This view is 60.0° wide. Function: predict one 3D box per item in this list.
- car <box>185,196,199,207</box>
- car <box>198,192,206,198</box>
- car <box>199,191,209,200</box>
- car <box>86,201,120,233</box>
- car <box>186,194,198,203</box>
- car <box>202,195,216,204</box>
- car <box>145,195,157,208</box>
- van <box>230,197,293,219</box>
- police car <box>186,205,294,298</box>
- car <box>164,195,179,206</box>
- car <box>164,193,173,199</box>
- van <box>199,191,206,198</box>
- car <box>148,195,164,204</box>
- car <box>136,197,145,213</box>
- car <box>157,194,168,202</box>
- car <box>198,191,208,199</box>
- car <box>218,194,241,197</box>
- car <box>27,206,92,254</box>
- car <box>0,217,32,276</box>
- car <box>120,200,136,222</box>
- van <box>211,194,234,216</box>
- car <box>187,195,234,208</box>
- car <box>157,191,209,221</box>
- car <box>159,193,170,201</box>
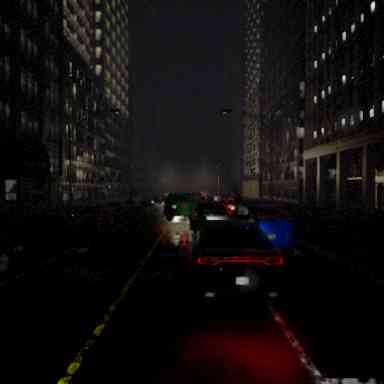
[{"bbox_3d":[0.048,1.272,45.915,1.895,1.301,4.718,0,0,1],"label":"car"},{"bbox_3d":[2.749,0.774,92.639,1.967,1.590,4.097,-1,0,0],"label":"car"},{"bbox_3d":[2.734,0.773,75.588,2.192,1.841,5.009,-1,0,0],"label":"car"},{"bbox_3d":[-5.685,1.410,18.760,1.887,1.381,4.507,-1,0,0],"label":"car"},{"bbox_3d":[0.042,1.066,59.428,2.128,1.511,4.902,0,0,0],"label":"car"},{"bbox_3d":[2.720,1.172,52.855,2.008,1.369,4.403,-1,0,0],"label":"car"},{"bbox_3d":[-5.669,1.254,41.495,2.008,1.369,4.403,-1,0,0],"label":"car"},{"bbox_3d":[2.689,1.247,13.069,1.690,1.788,3.998,-1,0,0],"label":"van"},{"bbox_3d":[0.904,1.364,8.527,1.930,1.638,5.238,0,0,0],"label":"police car"},{"bbox_3d":[-2.985,1.213,49.130,1.994,1.385,4.181,0,0,1],"label":"car"},{"bbox_3d":[-5.640,0.943,81.109,1.752,1.417,4.829,-1,0,0],"label":"car"},{"bbox_3d":[2.743,0.716,86.955,1.690,1.788,3.998,-1,0,0],"label":"van"},{"bbox_3d":[-5.660,1.172,52.861,2.008,1.369,4.403,-1,0,0],"label":"car"},{"bbox_3d":[-5.677,1.366,30.128,1.802,1.307,4.206,-1,0,0],"label":"car"},{"bbox_3d":[-5.652,1.121,64.228,1.802,1.307,4.206,-1,0,0],"label":"car"},{"bbox_3d":[2.739,0.732,81.272,2.192,1.841,5.009,-1,0,0],"label":"car"},{"bbox_3d":[2.697,1.140,24.436,2.192,1.841,5.009,-1,0,0],"label":"car"},{"bbox_3d":[-5.689,1.471,13.077,1.947,1.339,4.313,-1,0,0],"label":"car"},{"bbox_3d":[-5.694,1.497,7.393,2.008,1.369,4.403,-1,0,0],"label":"car"},{"bbox_3d":[-5.682,1.375,24.444,2.008,1.369,4.403,-1,0,0],"label":"car"},{"bbox_3d":[2.701,1.125,30.120,1.690,1.788,3.998,-1,0,0],"label":"van"},{"bbox_3d":[0.911,1.219,18.387,2.097,1.767,4.553,0,0,0],"label":"car"},{"bbox_3d":[-0.126,1.042,24.801,2.150,2.045,5.566,-1,1,24],"label":"car"},{"bbox_3d":[-5.649,0.939,69.911,1.967,1.590,4.097,-1,0,0],"label":"car"}]
